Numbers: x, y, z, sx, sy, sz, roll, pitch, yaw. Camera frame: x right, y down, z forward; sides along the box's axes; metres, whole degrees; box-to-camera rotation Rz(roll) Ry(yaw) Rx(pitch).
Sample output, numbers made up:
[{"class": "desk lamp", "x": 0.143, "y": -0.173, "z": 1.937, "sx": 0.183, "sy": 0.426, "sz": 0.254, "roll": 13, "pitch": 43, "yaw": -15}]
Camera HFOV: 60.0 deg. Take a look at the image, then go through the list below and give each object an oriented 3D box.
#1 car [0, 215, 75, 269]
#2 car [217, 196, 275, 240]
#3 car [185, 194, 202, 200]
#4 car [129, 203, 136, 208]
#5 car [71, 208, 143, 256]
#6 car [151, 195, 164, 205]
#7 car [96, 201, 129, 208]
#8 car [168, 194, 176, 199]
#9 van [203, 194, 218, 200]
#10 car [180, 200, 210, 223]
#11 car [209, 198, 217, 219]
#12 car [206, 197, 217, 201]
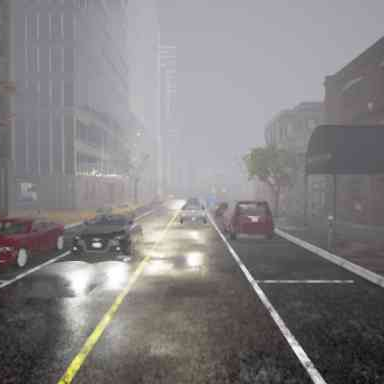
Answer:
[{"class": "car", "x": -5.704, "y": 1.507, "z": 11.007, "sx": 1.887, "sy": 1.381, "sz": 4.507, "roll": -1, "pitch": 0, "yaw": 0}, {"class": "car", "x": 2.672, "y": 1.259, "z": 16.531, "sx": 2.192, "sy": 1.841, "sz": 5.009, "roll": -1, "pitch": 0, "yaw": 0}, {"class": "car", "x": 0.093, "y": 1.375, "z": 44.096, "sx": 1.812, "sy": 1.442, "sz": 4.674, "roll": 0, "pitch": 0, "yaw": 0}, {"class": "car", "x": -5.706, "y": 1.432, "z": 27.441, "sx": 1.752, "sy": 1.417, "sz": 4.829, "roll": -1, "pitch": 0, "yaw": 0}, {"class": "car", "x": -3.101, "y": 1.520, "z": 12.800, "sx": 1.994, "sy": 1.385, "sz": 4.181, "roll": 0, "pitch": 0, "yaw": 0}, {"class": "car", "x": -5.711, "y": 1.252, "z": 55.286, "sx": 1.967, "sy": 1.590, "sz": 4.097, "roll": -1, "pitch": 0, "yaw": 0}, {"class": "car", "x": -5.706, "y": 1.450, "z": 21.907, "sx": 1.752, "sy": 1.417, "sz": 4.829, "roll": -1, "pitch": 0, "yaw": 0}, {"class": "car", "x": -5.853, "y": 1.210, "z": 93.063, "sx": 1.752, "sy": 1.417, "sz": 4.829, "roll": -1, "pitch": 0, "yaw": 0}, {"class": "van", "x": 2.669, "y": 1.190, "z": 44.203, "sx": 1.690, "sy": 1.788, "sz": 3.998, "roll": -1, "pitch": 0, "yaw": 0}, {"class": "car", "x": 0.097, "y": 1.517, "z": 24.537, "sx": 1.895, "sy": 1.301, "sz": 4.718, "roll": 0, "pitch": 0, "yaw": 0}, {"class": "car", "x": 2.675, "y": 1.472, "z": 27.601, "sx": 1.947, "sy": 1.339, "sz": 4.313, "roll": -1, "pitch": 0, "yaw": 0}, {"class": "car", "x": 2.674, "y": 1.469, "z": 33.135, "sx": 1.802, "sy": 1.307, "sz": 4.206, "roll": -1, "pitch": 0, "yaw": 0}]
